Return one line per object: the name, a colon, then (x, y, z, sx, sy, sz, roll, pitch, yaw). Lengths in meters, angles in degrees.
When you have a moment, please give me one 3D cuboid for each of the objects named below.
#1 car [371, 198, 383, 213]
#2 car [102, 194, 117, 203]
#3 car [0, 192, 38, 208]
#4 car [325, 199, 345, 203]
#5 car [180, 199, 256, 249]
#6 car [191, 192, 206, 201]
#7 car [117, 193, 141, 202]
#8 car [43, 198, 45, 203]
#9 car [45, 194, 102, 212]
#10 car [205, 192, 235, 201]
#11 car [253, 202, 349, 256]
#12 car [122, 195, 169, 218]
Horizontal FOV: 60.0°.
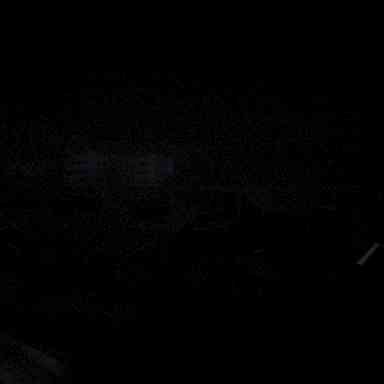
car: (19.262, 1.359, 33.791, 1.845, 1.501, 3.633, 0, 0, 35)
car: (-14.353, 1.077, 56.745, 1.970, 1.475, 3.806, 0, 0, 35)
car: (-21.499, 0.954, 40.910, 1.932, 1.855, 4.605, 0, 0, 35)
car: (12.552, 1.359, 29.441, 1.970, 1.475, 3.806, 0, 0, 35)
car: (1.680, 1.306, 14.267, 2.152, 1.636, 5.027, 0, 0, 35)
car: (1.538, 0.988, 45.943, 1.905, 1.878, 3.866, 0, 0, 35)
car: (-8.921, 1.020, 53.313, 2.152, 1.636, 5.027, 0, 0, 35)
car: (-21.408, 1.130, 53.092, 2.007, 1.523, 4.514, 0, 0, 35)
car: (-11.727, 1.198, 33.154, 2.007, 1.523, 4.514, 0, 0, 35)
car: (4.151, 1.018, 44.606, 1.932, 1.855, 4.605, 0, 0, 35)
car: (4.274, 1.326, 12.503, 2.007, 1.523, 4.514, 0, 0, 35)
car: (-3.583, 1.254, 27.364, 1.845, 1.501, 3.633, 0, 0, 35)
